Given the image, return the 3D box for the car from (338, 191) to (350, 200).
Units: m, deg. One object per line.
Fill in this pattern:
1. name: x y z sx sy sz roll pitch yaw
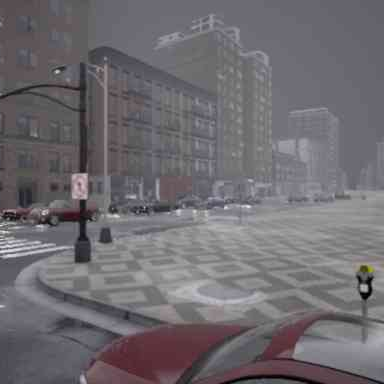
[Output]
1. car: 27.565 0.511 60.988 2.097 1.767 4.553 0 1 36

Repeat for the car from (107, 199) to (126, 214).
1. car: -5.979 1.298 31.385 1.994 1.385 4.181 0 1 34

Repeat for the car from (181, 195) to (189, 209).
1. car: -0.819 1.117 38.528 1.837 1.490 4.892 0 1 36

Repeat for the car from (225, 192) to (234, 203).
1. car: 4.871 0.832 46.408 2.097 1.767 4.553 0 1 36

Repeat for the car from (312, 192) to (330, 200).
1. car: 23.827 0.686 61.356 1.837 1.490 4.892 0 1 36

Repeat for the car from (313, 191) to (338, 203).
1. car: 20.092 0.873 50.613 2.033 1.411 5.357 0 1 36

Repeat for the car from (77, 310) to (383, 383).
1. car: 0.905 1.584 2.314 4.206 1.307 1.802 0 0 35

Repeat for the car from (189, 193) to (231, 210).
1. car: 2.049 1.134 36.952 1.812 1.442 4.674 0 1 36

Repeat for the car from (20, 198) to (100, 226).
1. car: -8.501 1.213 22.277 2.097 1.767 4.553 0 1 36

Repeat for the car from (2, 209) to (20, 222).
1. car: -11.084 1.458 24.252 1.895 1.301 4.718 0 1 36

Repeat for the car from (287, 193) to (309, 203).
1. car: 16.257 0.897 50.838 2.033 1.411 5.357 0 1 35

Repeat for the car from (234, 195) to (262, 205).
1. car: 7.871 1.039 44.996 1.994 1.385 4.181 0 1 36

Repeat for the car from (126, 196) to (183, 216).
1. car: -3.256 1.335 29.575 1.895 1.301 4.718 0 1 36
